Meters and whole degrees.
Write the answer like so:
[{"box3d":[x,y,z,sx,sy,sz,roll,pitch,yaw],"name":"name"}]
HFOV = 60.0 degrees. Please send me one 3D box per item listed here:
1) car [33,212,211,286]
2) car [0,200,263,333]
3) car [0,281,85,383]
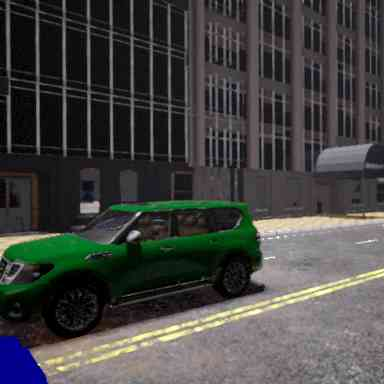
[{"box3d":[-2.007,1.493,10.218,4.902,1.511,2.128,0,0,-35],"name":"car"},{"box3d":[-0.945,1.223,6.988,5.566,2.045,2.150,0,0,-35],"name":"car"},{"box3d":[-2.987,1.599,1.320,4.718,1.301,1.895,0,0,-35],"name":"car"}]
